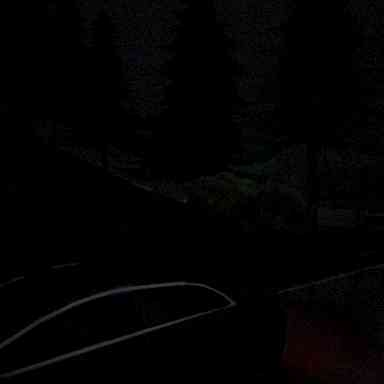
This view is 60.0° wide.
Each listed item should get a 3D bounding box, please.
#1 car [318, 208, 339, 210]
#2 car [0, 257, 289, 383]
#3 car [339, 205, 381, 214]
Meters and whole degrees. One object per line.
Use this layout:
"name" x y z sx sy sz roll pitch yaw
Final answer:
"car" 14.264 1.725 38.973 1.812 1.442 4.674 0 0 -36
"car" -1.164 1.492 3.164 4.902 1.511 2.128 0 0 -36
"car" 19.011 1.801 38.393 1.895 1.301 4.718 0 0 -36
